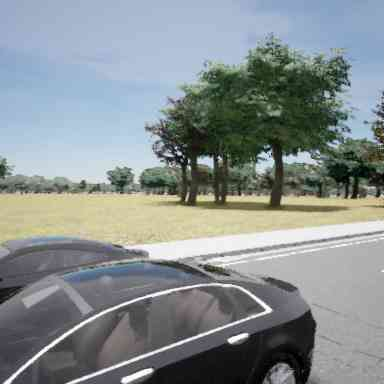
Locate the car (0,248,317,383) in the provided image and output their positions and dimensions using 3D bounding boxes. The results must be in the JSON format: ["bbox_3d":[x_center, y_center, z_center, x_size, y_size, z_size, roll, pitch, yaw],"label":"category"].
[{"bbox_3d":[-0.841,1.505,3.079,4.892,1.490,1.837,0,0,-35],"label":"car"}]

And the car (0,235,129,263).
[{"bbox_3d":[-2.812,1.526,5.666,4.674,1.442,1.812,0,0,-35],"label":"car"}]
